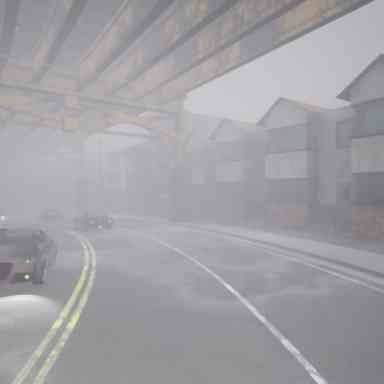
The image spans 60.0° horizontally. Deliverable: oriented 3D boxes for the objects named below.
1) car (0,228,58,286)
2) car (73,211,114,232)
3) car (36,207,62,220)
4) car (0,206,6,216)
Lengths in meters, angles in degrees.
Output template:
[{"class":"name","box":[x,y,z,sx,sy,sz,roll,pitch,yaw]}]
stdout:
[{"class":"car","box":[-5.156,1.755,9.691,1.994,1.385,4.181,0,-1,-15]},{"class":"car","box":[-7.234,2.059,24.066,1.895,1.301,4.718,0,-1,-31]},{"class":"car","box":[-15.552,2.296,36.196,1.994,1.385,4.181,0,-1,-35]},{"class":"car","box":[-26.942,2.596,45.941,1.895,1.301,4.718,0,-1,-35]}]
